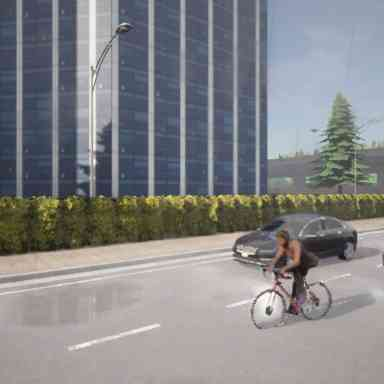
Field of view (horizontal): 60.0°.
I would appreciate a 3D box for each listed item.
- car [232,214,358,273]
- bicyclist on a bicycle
[{"bbox_3d":[3.461,1.504,10.762,4.892,1.490,1.837,0,0,-36],"label":"car"},{"bbox_3d":[1.692,1.455,5.618,1.656,1.620,0.582,-2,1,-21],"label":"bicyclist on a bicycle"}]
